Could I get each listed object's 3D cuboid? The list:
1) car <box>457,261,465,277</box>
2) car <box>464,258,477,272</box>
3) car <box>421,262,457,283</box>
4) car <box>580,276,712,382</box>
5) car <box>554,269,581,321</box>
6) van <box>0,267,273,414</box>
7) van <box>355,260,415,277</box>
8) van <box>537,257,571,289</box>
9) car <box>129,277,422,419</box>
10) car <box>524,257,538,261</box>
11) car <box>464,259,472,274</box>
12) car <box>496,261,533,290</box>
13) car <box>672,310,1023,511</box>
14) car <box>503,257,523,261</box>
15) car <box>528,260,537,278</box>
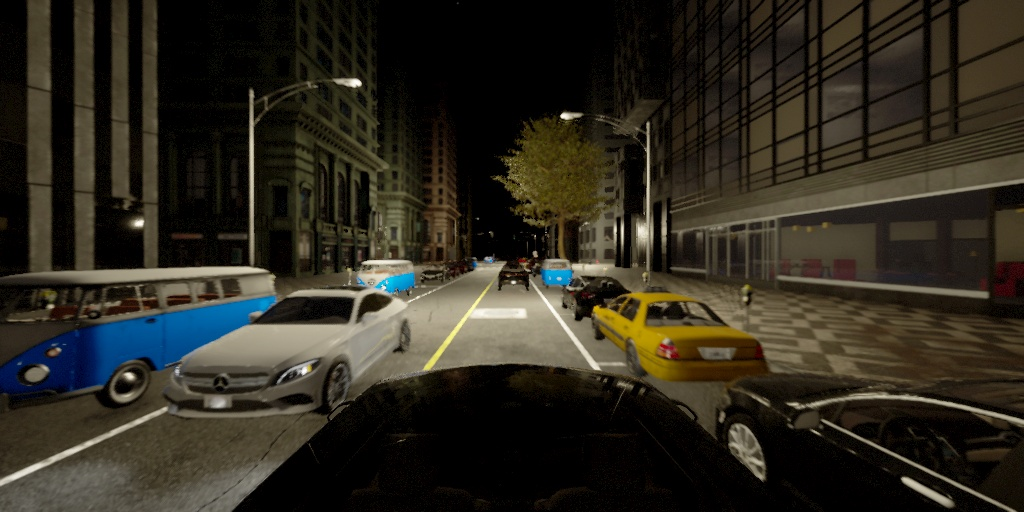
[{"bbox_3d":[-5.772,1.320,32.928,1.802,1.307,4.207,0,0,0],"label":"car"},{"bbox_3d":[-5.775,1.303,43.755,1.948,1.339,4.313,0,0,0],"label":"car"},{"bbox_3d":[-5.771,1.290,27.515,2.007,1.370,4.403,0,0,0],"label":"car"},{"bbox_3d":[2.761,1.272,7.135,1.751,1.417,4.829,0,0,0],"label":"car"},{"bbox_3d":[2.759,1.310,12.255,1.948,1.339,4.313,0,0,0],"label":"car"},{"bbox_3d":[-5.764,1.088,5.862,1.690,1.789,3.998,0,0,0],"label":"van"},{"bbox_3d":[-5.767,1.083,16.689,1.690,1.789,3.998,0,0,0],"label":"van"},{"bbox_3d":[2.756,1.081,22.832,1.690,1.789,3.998,0,0,0],"label":"van"},{"bbox_3d":[-3.095,1.273,6.105,1.812,1.442,4.674,0,0,0],"label":"car"},{"bbox_3d":[2.751,1.052,38.699,2.192,1.841,5.009,0,0,0],"label":"car"},{"bbox_3d":[-5.774,1.283,38.341,1.888,1.381,4.507,0,0,0],"label":"car"},{"bbox_3d":[0.091,1.243,22.475,1.837,1.490,4.892,0,-1,0],"label":"car"},{"bbox_3d":[2.762,1.301,1.676,2.007,1.370,4.403,0,0,0],"label":"car"},{"bbox_3d":[0.088,1.215,44.531,1.882,1.535,5.008,0,0,0],"label":"car"},{"bbox_3d":[2.753,1.288,33.410,2.007,1.370,4.403,0,0,0],"label":"car"}]
